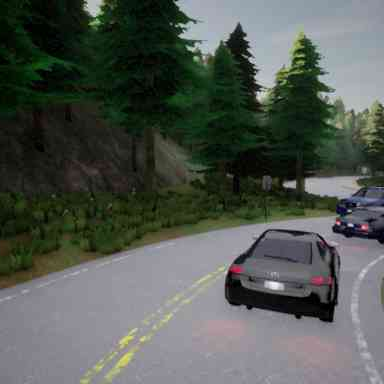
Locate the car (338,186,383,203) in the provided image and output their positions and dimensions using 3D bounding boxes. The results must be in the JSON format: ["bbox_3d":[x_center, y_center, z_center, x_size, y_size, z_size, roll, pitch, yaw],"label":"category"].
[{"bbox_3d":[11.395,0.677,20.555,5.566,2.045,2.150,-2,5,-31],"label":"car"}]

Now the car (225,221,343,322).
[{"bbox_3d":[2.212,1.529,7.444,1.994,1.385,4.181,2,2,24],"label":"car"}]

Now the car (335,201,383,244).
[{"bbox_3d":[8.597,1.366,14.968,5.357,1.411,2.033,-1,5,-33],"label":"car"}]
